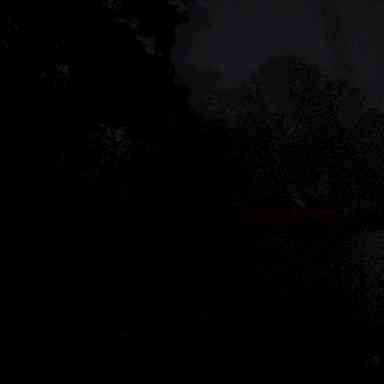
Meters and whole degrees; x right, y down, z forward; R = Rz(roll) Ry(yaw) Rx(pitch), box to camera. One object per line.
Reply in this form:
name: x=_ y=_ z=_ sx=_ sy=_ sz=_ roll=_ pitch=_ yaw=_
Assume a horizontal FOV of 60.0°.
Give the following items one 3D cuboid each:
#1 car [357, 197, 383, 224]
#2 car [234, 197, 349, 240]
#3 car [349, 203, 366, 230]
car: x=11.931 y=1.398 z=22.996 sx=4.553 sy=1.767 sz=2.185 roll=-1 pitch=-1 yaw=32
car: x=4.936 y=1.273 z=17.607 sx=5.566 sy=2.045 sz=2.435 roll=-1 pitch=-1 yaw=32
car: x=7.217 y=1.554 z=19.426 sx=4.792 sy=1.488 sz=2.163 roll=-1 pitch=-1 yaw=32
